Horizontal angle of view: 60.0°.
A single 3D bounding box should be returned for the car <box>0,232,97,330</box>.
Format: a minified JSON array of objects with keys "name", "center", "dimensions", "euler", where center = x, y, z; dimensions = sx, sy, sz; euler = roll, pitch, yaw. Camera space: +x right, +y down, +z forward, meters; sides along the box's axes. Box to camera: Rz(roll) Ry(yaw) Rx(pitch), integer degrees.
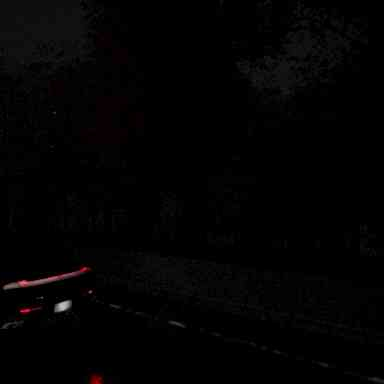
[{"name":"car","center":[-3.945,1.553,6.498],"dimensions":[4.902,1.511,2.128],"euler":[-1,0,35]}]
